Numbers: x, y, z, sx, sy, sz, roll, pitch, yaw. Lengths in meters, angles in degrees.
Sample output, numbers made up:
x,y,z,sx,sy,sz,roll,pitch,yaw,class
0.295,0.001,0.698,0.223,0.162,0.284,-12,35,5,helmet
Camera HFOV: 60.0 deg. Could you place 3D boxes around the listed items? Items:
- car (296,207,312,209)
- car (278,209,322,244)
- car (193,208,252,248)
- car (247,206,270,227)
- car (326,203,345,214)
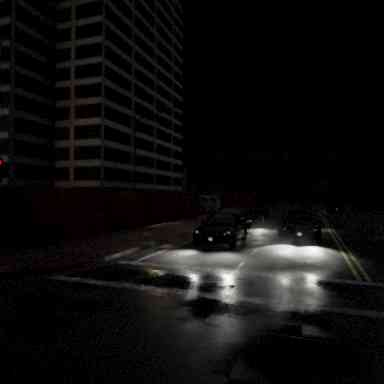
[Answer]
x,y,z,sx,sy,sz,roll,pitch,yaw,class
9.086,1.922,26.996,2.033,1.411,5.357,0,-1,19,car
5.644,1.803,17.290,1.994,1.385,4.181,0,-1,20,car
1.518,1.723,16.059,1.812,1.442,4.674,0,-1,19,car
4.960,1.839,25.825,1.837,1.490,4.892,0,-1,20,car
19.259,2.210,44.764,1.994,1.385,4.181,0,-1,18,car
